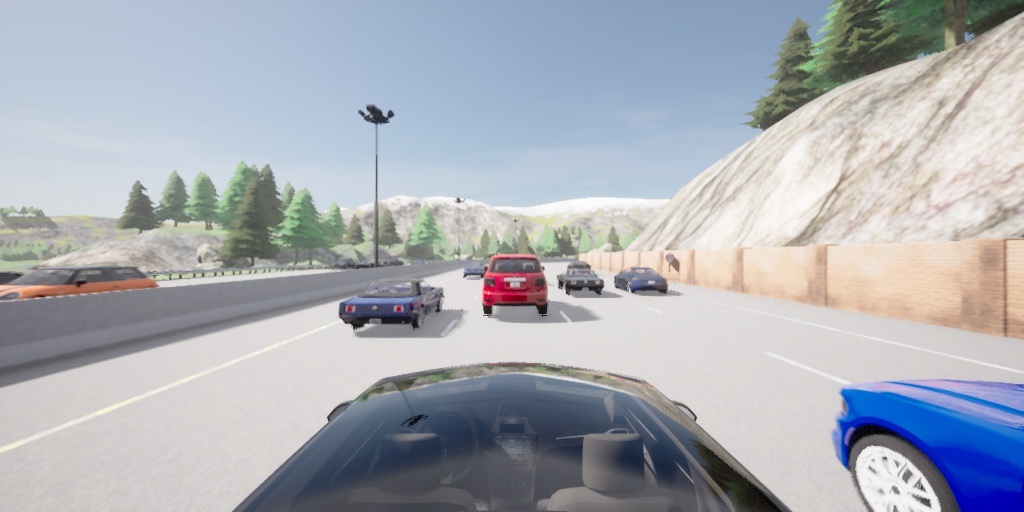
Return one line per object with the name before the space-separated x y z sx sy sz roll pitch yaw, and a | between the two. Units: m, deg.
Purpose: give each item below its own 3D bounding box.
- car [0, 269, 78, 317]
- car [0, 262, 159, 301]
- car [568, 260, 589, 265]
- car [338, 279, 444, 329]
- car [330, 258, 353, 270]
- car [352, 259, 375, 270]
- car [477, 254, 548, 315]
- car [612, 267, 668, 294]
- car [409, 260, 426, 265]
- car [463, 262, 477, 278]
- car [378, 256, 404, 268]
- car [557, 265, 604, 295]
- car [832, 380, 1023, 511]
car | -17.600 1.252 11.340 1.837 1.490 4.892 0 0 0
car | -14.099 1.099 11.356 2.097 1.767 4.553 0 0 0
car | 7.100 1.215 38.266 1.882 1.535 5.008 0 0 0
car | -3.402 1.348 11.174 1.895 1.301 4.718 0 0 0
car | -24.554 1.086 52.296 2.097 1.767 4.553 0 0 0
car | -21.055 1.334 52.369 1.895 1.301 4.718 0 0 1
car | 0.100 0.967 13.601 2.150 2.045 5.566 0 0 0
car | 7.100 1.307 20.240 1.994 1.385 4.181 0 0 0
car | -14.066 1.296 53.916 1.994 1.385 4.181 0 0 0
car | -3.399 1.286 33.599 2.033 1.411 5.357 0 0 0
car | -17.569 0.955 52.372 2.150 2.045 5.566 0 0 0
car | 3.601 1.344 19.782 1.895 1.301 4.718 0 0 0
car | 3.601 1.228 0.902 1.882 1.535 5.008 0 0 0
